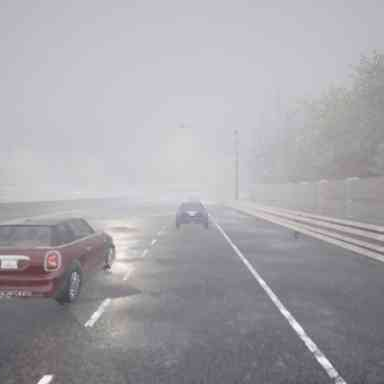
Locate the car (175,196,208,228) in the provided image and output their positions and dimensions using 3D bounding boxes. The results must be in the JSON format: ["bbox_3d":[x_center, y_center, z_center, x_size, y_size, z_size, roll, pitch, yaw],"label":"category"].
[{"bbox_3d":[-0.005,1.396,22.782,2.097,1.767,4.553,0,0,0],"label":"car"}]

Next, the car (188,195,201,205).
[{"bbox_3d":[0.541,1.536,65.414,2.097,1.767,4.553,0,0,6],"label":"car"}]

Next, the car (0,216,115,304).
[{"bbox_3d":[-3.401,1.365,8.315,2.097,1.767,4.553,0,0,0],"label":"car"}]

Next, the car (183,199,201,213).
[{"bbox_3d":[-0.006,1.644,39.498,2.033,1.411,5.357,0,0,0],"label":"car"}]
